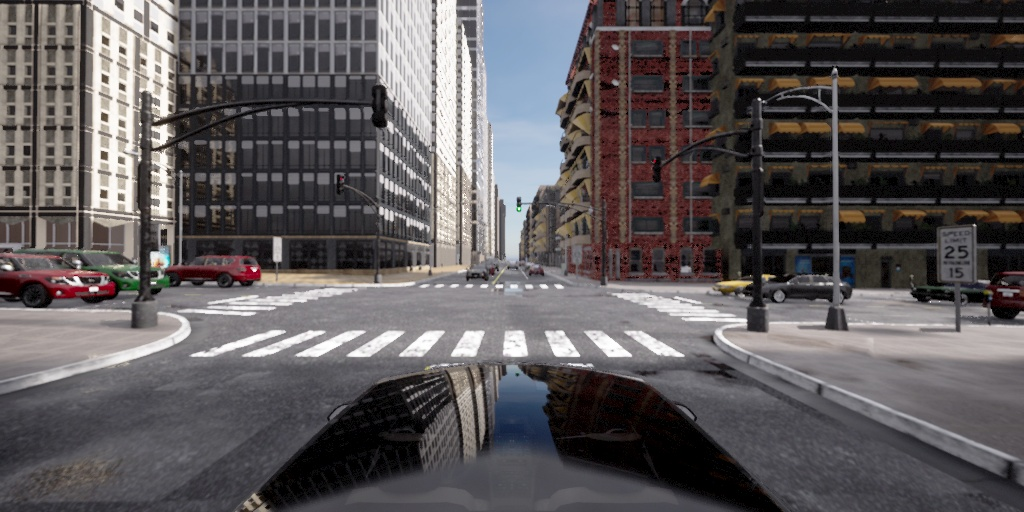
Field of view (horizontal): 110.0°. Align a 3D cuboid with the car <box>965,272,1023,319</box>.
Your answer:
[{"bbox_3d":[20.610,1.539,13.179,5.009,1.841,2.192,0,0,0],"label":"car"}]

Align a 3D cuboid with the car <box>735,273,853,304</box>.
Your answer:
[{"bbox_3d":[14.931,1.678,18.869,4.892,1.490,1.837,1,-1,2],"label":"car"}]

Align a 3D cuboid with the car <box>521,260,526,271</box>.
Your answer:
[{"bbox_3d":[2.743,1.671,54.109,2.007,1.370,4.403,0,0,0],"label":"car"}]

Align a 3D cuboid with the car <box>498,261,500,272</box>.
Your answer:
[{"bbox_3d":[-3.043,1.346,54.861,2.150,2.045,5.566,0,0,0],"label":"car"}]

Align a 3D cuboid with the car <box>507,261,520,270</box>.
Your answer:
[{"bbox_3d":[0.158,1.762,64.598,1.994,1.385,4.181,0,0,1],"label":"car"}]

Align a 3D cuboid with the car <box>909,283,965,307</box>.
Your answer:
[{"bbox_3d":[24.222,1.945,18.968,4.718,1.301,1.895,1,-1,0],"label":"car"}]

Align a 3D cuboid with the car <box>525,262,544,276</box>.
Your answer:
[{"bbox_3d":[2.780,1.608,41.193,1.802,1.307,4.207,0,0,0],"label":"car"}]

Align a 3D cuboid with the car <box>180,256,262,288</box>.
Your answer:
[{"bbox_3d":[-17.691,0.907,21.236,5.009,1.841,2.192,0,0,0],"label":"car"}]

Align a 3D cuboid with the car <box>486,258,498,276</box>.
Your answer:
[{"bbox_3d":[-3.055,1.386,42.312,2.097,1.767,4.553,0,0,0],"label":"car"}]

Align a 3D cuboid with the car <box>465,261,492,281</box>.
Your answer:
[{"bbox_3d":[-3.065,1.468,32.553,1.837,1.490,4.892,0,0,0],"label":"car"}]

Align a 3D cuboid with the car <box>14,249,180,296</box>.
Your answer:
[{"bbox_3d":[-18.237,0.749,15.453,5.566,2.045,2.150,1,-1,0],"label":"car"}]

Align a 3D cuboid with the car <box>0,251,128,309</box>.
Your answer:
[{"bbox_3d":[-17.565,0.831,12.857,5.009,1.841,2.192,0,0,0],"label":"car"}]

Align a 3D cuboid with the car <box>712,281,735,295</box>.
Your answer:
[{"bbox_3d":[14.650,1.721,21.482,4.829,1.417,1.751,0,0,0],"label":"car"}]
